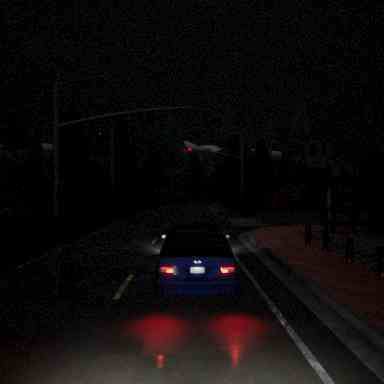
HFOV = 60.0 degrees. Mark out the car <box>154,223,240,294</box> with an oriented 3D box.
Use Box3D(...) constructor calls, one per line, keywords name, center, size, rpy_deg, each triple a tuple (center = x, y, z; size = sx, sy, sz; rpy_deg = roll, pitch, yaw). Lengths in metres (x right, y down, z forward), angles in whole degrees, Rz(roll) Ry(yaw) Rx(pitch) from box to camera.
Box3D(name="car", center=(0.101, 1.547, 8.899), size=(2.033, 1.411, 5.357), rpy_deg=(0, 0, 0))
